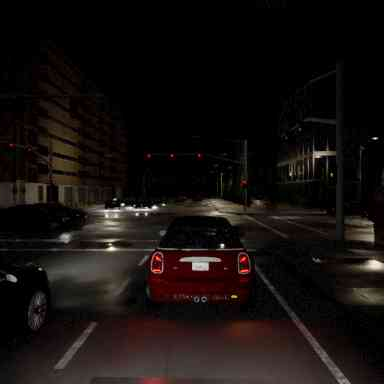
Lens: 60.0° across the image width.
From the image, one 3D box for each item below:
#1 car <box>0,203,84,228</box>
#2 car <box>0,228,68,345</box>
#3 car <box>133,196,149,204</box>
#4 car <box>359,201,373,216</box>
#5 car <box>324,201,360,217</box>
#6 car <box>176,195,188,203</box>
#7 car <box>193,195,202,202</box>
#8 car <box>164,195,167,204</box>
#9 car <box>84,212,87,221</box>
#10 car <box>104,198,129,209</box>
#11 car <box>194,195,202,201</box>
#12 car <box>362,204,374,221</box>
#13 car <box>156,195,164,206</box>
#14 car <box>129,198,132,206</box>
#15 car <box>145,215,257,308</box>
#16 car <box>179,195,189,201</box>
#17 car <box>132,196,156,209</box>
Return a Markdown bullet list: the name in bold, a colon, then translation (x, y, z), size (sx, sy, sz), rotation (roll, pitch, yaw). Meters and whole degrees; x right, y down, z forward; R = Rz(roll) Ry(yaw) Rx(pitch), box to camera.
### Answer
- **car**: translation (-9.396, 1.502, 19.789), size (5.008, 1.535, 1.882), rotation (0, 0, 1)
- **car**: translation (-3.397, 1.492, 3.856), size (2.128, 1.511, 4.902), rotation (0, 0, 1)
- **car**: translation (-9.642, 1.491, 63.012), size (2.128, 1.511, 4.902), rotation (0, 0, 2)
- **car**: translation (16.690, 1.603, 26.451), size (5.357, 1.411, 2.033), rotation (0, 0, 1)
- **car**: translation (14.502, 1.547, 29.998), size (4.902, 1.511, 2.128), rotation (0, 0, 1)
- **car**: translation (-2.332, 1.547, 68.019), size (2.033, 1.411, 5.357), rotation (0, 0, 2)
- **car**: translation (1.237, 1.478, 73.805), size (1.882, 1.535, 5.008), rotation (0, 0, 2)
- **car**: translation (-6.077, 1.352, 64.809), size (2.097, 1.767, 4.553), rotation (0, 0, 2)
- **car**: translation (-9.848, 1.532, 23.300), size (4.892, 1.490, 1.837), rotation (0, 0, 1)
- **car**: translation (-10.166, 1.564, 44.118), size (1.994, 1.385, 4.181), rotation (0, 0, 1)
- **car**: translation (1.536, 1.478, 83.960), size (1.882, 1.535, 5.008), rotation (0, 0, 2)
- **car**: translation (14.683, 1.656, 22.791), size (4.718, 1.301, 1.895), rotation (0, 0, 1)
- **car**: translation (-6.412, 1.491, 55.005), size (2.128, 1.511, 4.902), rotation (0, 0, 2)
- **car**: translation (-9.978, 1.601, 52.920), size (1.895, 1.301, 4.718), rotation (0, 0, 2)
- **car**: translation (0.218, 1.352, 8.085), size (2.097, 1.767, 4.553), rotation (0, 0, 2)
- **car**: translation (-1.962, 1.525, 84.051), size (2.128, 1.511, 4.902), rotation (0, 0, 2)
- **car**: translation (-6.636, 1.564, 46.114), size (1.994, 1.385, 4.181), rotation (0, 0, 1)
